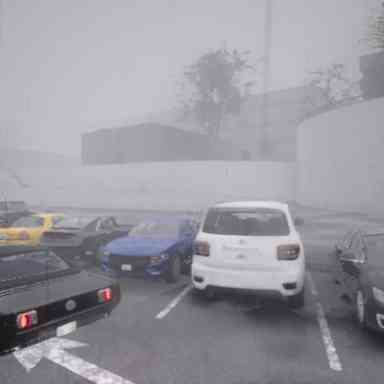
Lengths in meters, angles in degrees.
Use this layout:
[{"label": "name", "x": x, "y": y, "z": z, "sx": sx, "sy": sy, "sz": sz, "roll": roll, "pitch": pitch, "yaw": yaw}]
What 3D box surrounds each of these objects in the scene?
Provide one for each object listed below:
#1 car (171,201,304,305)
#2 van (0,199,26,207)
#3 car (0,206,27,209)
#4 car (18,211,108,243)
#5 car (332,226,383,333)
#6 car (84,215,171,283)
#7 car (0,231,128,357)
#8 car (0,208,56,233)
[{"label": "car", "x": 1.582, "y": 1.247, "z": 8.389, "sx": 2.435, "sy": 2.045, "sz": 5.566, "roll": 0, "pitch": -1, "yaw": 15}, {"label": "van", "x": -10.594, "y": 1.331, "z": 16.899, "sx": 1.878, "sy": 1.987, "sz": 4.442, "roll": 0, "pitch": -1, "yaw": 16}, {"label": "car", "x": -8.133, "y": 1.574, "z": 15.308, "sx": 2.163, "sy": 1.488, "sz": 4.792, "roll": 0, "pitch": -1, "yaw": 15}, {"label": "car", "x": -3.284, "y": 1.519, "z": 11.812, "sx": 2.231, "sy": 1.521, "sz": 4.892, "roll": 0, "pitch": -1, "yaw": 15}, {"label": "car", "x": 4.015, "y": 1.494, "z": 6.631, "sx": 2.231, "sy": 1.521, "sz": 4.892, "roll": 0, "pitch": -1, "yaw": 15}, {"label": "car", "x": -0.845, "y": 1.507, "z": 10.090, "sx": 2.097, "sy": 1.535, "sz": 5.008, "roll": 0, "pitch": -1, "yaw": 15}, {"label": "car", "x": -3.536, "y": 1.616, "z": 5.897, "sx": 4.718, "sy": 1.301, "sz": 1.895, "roll": 0, "pitch": 0, "yaw": 35}, {"label": "car", "x": -5.661, "y": 1.530, "z": 13.728, "sx": 1.946, "sy": 1.575, "sz": 5.366, "roll": 0, "pitch": -1, "yaw": 15}]
